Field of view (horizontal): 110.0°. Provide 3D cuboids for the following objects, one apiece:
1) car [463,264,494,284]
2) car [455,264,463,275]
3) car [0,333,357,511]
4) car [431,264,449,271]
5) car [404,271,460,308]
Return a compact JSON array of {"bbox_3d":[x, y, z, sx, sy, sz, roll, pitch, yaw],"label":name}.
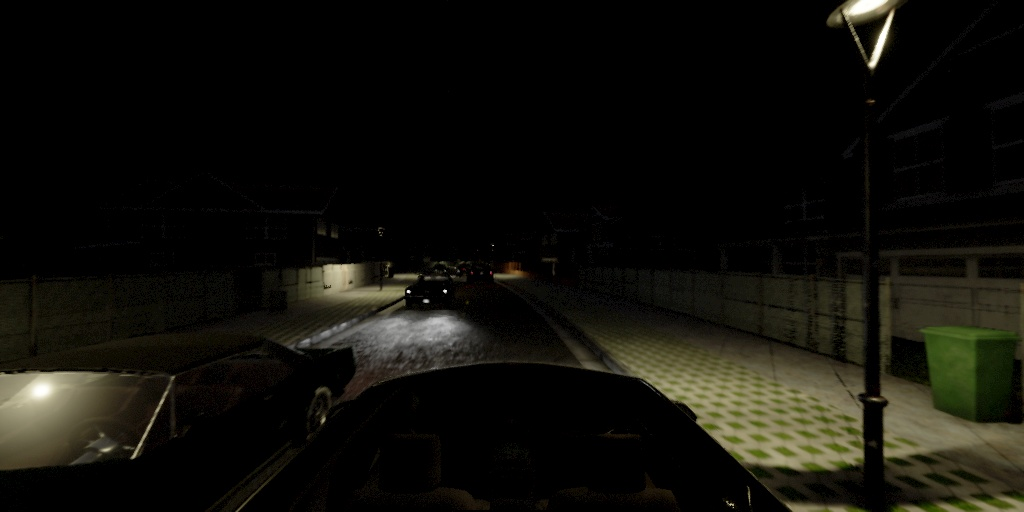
[{"bbox_3d":[-2.867,1.448,31.480,2.097,1.767,4.553,0,-1,-11],"label":"car"},{"bbox_3d":[-5.841,1.731,44.111,1.837,1.490,4.892,0,0,-15],"label":"car"},{"bbox_3d":[-2.949,1.364,2.503,1.895,1.301,4.718,0,-1,-1],"label":"car"},{"bbox_3d":[-9.321,1.741,46.249,1.837,1.490,4.892,0,-1,-14],"label":"car"},{"bbox_3d":[-3.623,1.530,16.549,1.895,1.301,4.718,0,-1,-5],"label":"car"}]
